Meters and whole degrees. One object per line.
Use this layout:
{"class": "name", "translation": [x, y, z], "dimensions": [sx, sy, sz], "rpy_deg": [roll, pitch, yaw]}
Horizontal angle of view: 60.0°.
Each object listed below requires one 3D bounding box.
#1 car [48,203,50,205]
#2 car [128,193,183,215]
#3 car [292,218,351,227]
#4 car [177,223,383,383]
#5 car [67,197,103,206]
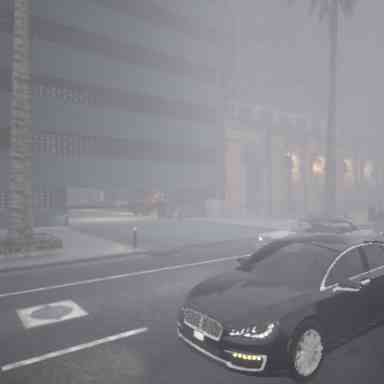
{"class": "car", "translation": [-21.704, 1.614, 56.236], "dimensions": [4.786, 1.482, 2.161], "rpy_deg": [0, 0, -37]}
{"class": "car", "translation": [-3.394, 1.118, 32.345], "dimensions": [5.566, 2.045, 2.435], "rpy_deg": [0, 0, -37]}
{"class": "car", "translation": [4.409, 1.617, 11.685], "dimensions": [4.718, 1.301, 1.895], "rpy_deg": [0, 0, -37]}
{"class": "car", "translation": [2.033, 1.514, 5.546], "dimensions": [4.892, 1.490, 1.837], "rpy_deg": [0, 0, -37]}
{"class": "car", "translation": [-15.109, 1.621, 46.683], "dimensions": [4.718, 1.301, 1.895], "rpy_deg": [0, 0, -37]}
